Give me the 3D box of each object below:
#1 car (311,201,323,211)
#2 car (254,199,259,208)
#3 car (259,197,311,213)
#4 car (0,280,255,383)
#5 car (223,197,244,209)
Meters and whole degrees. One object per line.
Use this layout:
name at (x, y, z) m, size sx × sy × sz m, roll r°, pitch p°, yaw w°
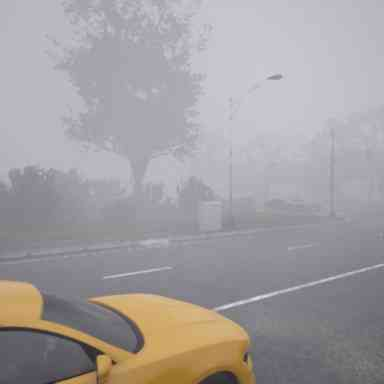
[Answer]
car at (12.916, 1.418, 39.071) m, size 1.882 × 1.535 × 5.008 m, roll 0°, pitch 0°, yaw -32°
car at (7.821, 1.421, 47.090) m, size 2.128 × 1.511 × 4.902 m, roll 0°, pitch 0°, yaw -33°
car at (10.186, 1.425, 36.841) m, size 1.882 × 1.535 × 5.008 m, roll 0°, pitch 0°, yaw -32°
car at (-1.680, 1.478, 2.550) m, size 5.008 × 1.535 × 1.882 m, roll 1°, pitch 0°, yaw -36°
car at (5.182, 1.538, 44.732) m, size 1.895 × 1.301 × 4.718 m, roll 0°, pitch 0°, yaw -33°
